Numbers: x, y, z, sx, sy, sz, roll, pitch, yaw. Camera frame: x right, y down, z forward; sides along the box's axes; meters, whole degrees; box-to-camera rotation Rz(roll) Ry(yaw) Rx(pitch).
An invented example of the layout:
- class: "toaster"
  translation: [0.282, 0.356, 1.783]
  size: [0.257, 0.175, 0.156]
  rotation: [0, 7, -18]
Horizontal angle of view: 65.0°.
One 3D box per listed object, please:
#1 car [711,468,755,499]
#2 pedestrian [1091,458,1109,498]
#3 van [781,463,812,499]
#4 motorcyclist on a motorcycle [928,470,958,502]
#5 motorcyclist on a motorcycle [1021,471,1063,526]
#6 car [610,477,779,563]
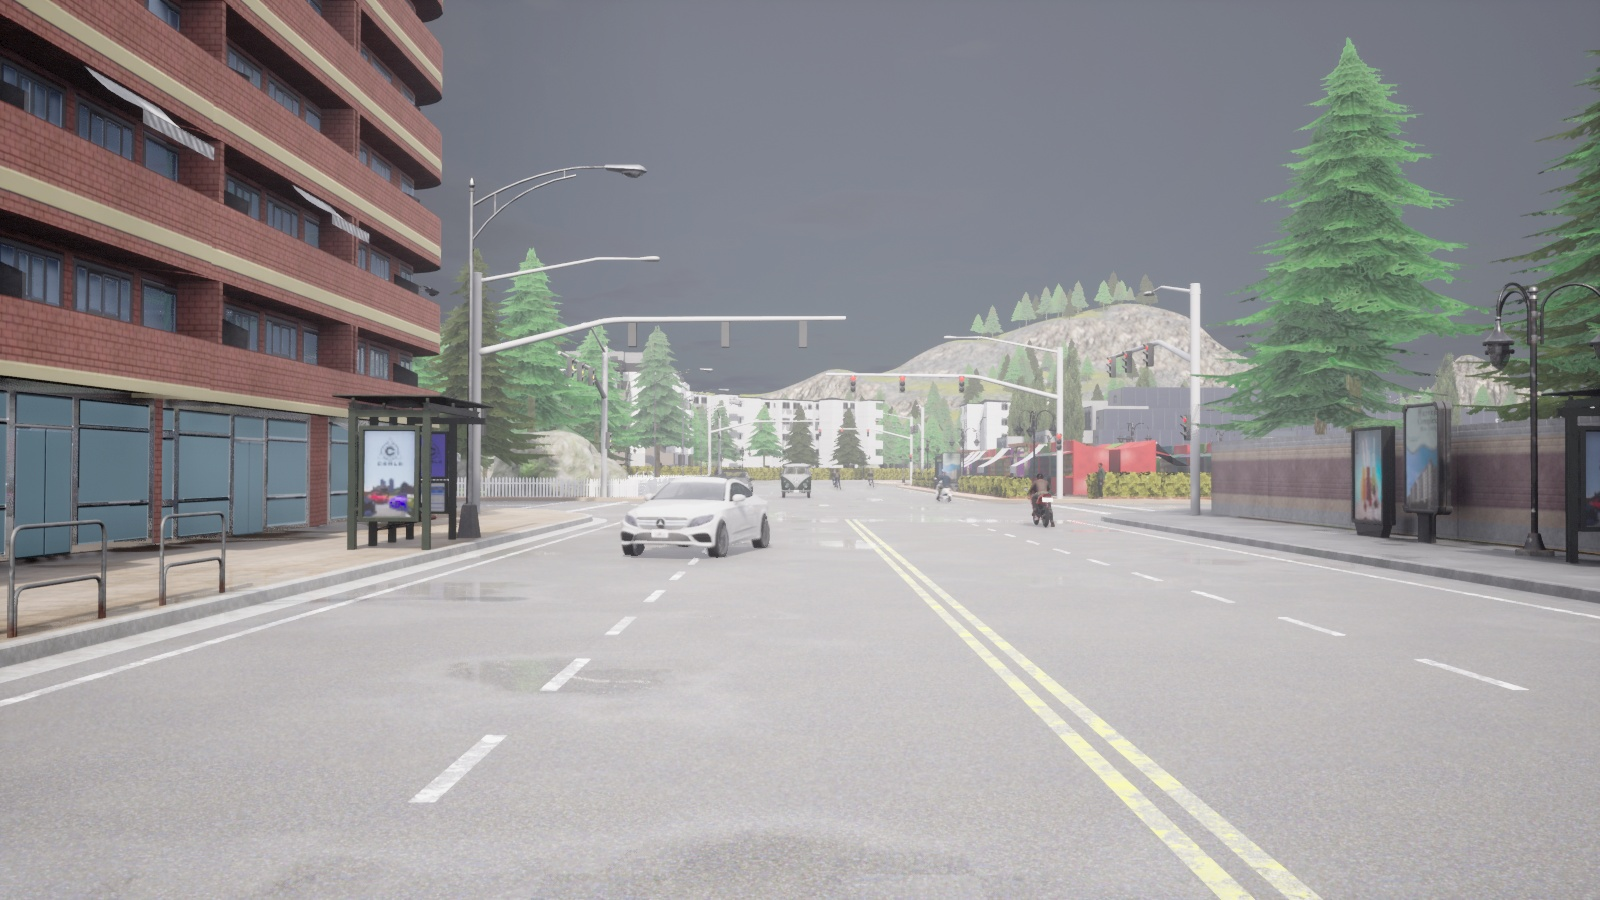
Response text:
- class: "car"
  translation: [-3.693, 1.844, 69.900]
  size: [2.242, 1.667, 4.611]
  rotation: [0, -1, 0]
- class: "pedestrian"
  translation: [14.962, 1.401, 62.560]
  size: [0.788, 1.949, 0.423]
  rotation: [0, -1, 2]
- class: "van"
  translation: [-0.201, 1.800, 73.544]
  size: [1.775, 1.987, 4.442]
  rotation: [0, -1, 0]
- class: "motorcyclist on a motorcycle"
  translation: [7.356, 1.821, 64.510]
  size: [0.866, 1.590, 1.817]
  rotation: [2, -1, -16]
- class: "motorcyclist on a motorcycle"
  translation: [6.901, 1.371, 35.922]
  size: [0.797, 1.523, 2.044]
  rotation: [0, -1, 0]
- class: "car"
  translation: [-1.885, 1.250, 24.018]
  size: [1.812, 1.442, 4.674]
  rotation: [0, -1, 14]
